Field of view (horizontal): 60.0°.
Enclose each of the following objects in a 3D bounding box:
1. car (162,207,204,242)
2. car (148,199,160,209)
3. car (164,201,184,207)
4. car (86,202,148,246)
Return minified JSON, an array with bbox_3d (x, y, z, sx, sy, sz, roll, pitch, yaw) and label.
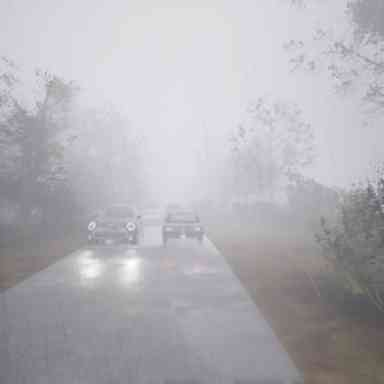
[{"bbox_3d":[-0.510,1.669,16.758,1.895,1.301,4.718,0,0,-3],"label":"car"},{"bbox_3d":[-6.594,2.072,57.974,2.097,1.767,4.553,0,-1,-4],"label":"car"},{"bbox_3d":[-1.851,1.753,34.755,1.837,1.490,4.892,0,-1,-5],"label":"car"},{"bbox_3d":[-3.407,1.400,15.469,2.097,1.767,4.553,1,0,-4],"label":"car"}]
